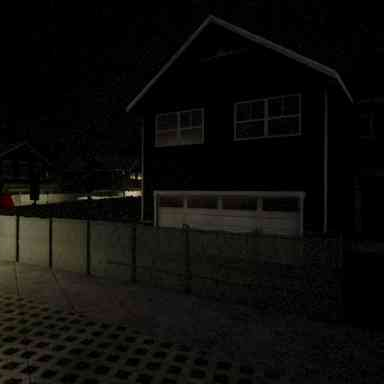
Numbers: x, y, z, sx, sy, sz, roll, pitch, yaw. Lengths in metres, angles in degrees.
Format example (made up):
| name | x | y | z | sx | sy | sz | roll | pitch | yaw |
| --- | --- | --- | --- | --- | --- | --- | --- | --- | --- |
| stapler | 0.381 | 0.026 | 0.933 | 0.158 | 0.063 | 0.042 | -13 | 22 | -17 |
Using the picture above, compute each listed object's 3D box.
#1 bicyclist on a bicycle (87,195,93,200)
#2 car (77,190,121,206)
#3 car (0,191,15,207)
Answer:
| name | x | y | z | sx | sy | sz | roll | pitch | yaw |
| --- | --- | --- | --- | --- | --- | --- | --- | --- | --- |
| bicyclist on a bicycle | -7.784 | 1.047 | 25.400 | 1.656 | 1.620 | 0.582 | 0 | 1 | 27 |
| car | -9.667 | 0.827 | 35.072 | 2.150 | 2.045 | 5.566 | 0 | 1 | 25 |
| car | -15.375 | 0.994 | 23.386 | 2.150 | 2.045 | 5.566 | 0 | 1 | 26 |
